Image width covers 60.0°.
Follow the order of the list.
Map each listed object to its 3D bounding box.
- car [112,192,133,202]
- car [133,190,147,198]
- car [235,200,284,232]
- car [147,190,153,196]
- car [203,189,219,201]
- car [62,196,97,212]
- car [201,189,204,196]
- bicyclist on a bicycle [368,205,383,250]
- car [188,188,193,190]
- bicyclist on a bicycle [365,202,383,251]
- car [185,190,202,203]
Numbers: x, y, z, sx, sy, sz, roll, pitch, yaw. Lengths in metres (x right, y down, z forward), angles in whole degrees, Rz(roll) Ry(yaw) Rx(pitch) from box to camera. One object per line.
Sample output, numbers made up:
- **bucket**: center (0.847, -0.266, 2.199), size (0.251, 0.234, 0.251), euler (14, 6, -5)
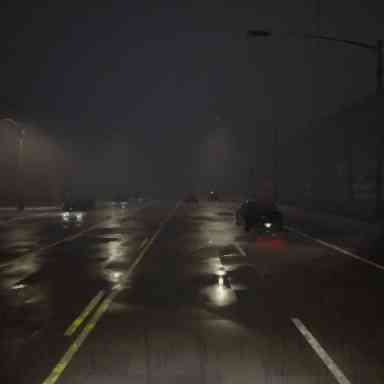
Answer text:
- **car**: center (-10.735, 0.750, 50.384), size (1.837, 1.490, 4.892), euler (0, 1, 0)
- **car**: center (-10.753, 0.464, 66.277), size (1.882, 1.535, 5.008), euler (0, 1, 0)
- **car**: center (3.512, 1.217, 17.837), size (1.837, 1.490, 4.892), euler (0, 1, 0)
- **car**: center (-10.806, 0.112, 82.254), size (2.033, 1.411, 5.357), euler (0, 2, 0)
- **car**: center (3.397, 0.640, 54.145), size (2.128, 1.511, 4.902), euler (0, 1, 0)
- **car**: center (-10.712, 1.078, 32.029), size (2.033, 1.411, 5.357), euler (0, 1, 0)
- **car**: center (3.206, -0.020, 79.228), size (2.097, 1.767, 4.553), euler (0, 2, 0)
- **bicyclist on a bicycle**: center (7.006, 1.221, 11.603), size (1.656, 1.620, 0.582), euler (0, 0, 8)
- **car**: center (-0.345, -0.283, 92.231), size (1.812, 1.442, 4.674), euler (0, 2, 0)
- **bicyclist on a bicycle**: center (7.405, 1.130, 11.919), size (1.656, 1.620, 0.582), euler (-10, -17, -6)
- **car**: center (-0.077, 0.814, 47.172), size (2.033, 1.411, 5.357), euler (0, 1, 0)
